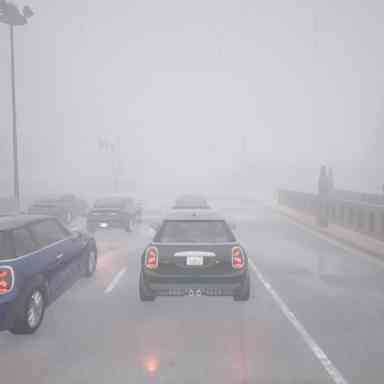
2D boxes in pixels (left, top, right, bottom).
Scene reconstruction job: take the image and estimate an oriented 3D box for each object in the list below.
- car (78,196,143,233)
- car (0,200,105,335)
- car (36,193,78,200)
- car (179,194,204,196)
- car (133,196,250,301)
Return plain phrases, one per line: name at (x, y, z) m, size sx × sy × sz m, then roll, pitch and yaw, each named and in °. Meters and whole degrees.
car at (-3.533, 0.937, 15.776) m, size 1.837 × 1.490 × 4.892 m, roll 0°, pitch 3°, yaw 0°
car at (-3.452, 1.232, 6.688) m, size 2.097 × 1.767 × 4.553 m, roll 0°, pitch 2°, yaw -1°
car at (-7.048, 0.807, 17.938) m, size 1.837 × 1.490 × 4.892 m, roll 0°, pitch 3°, yaw -1°
car at (-0.041, 0.819, 17.357) m, size 1.882 × 1.535 × 5.008 m, roll 0°, pitch 3°, yaw 0°
car at (0.036, 1.184, 8.126) m, size 2.097 × 1.767 × 4.553 m, roll 0°, pitch 2°, yaw 0°
